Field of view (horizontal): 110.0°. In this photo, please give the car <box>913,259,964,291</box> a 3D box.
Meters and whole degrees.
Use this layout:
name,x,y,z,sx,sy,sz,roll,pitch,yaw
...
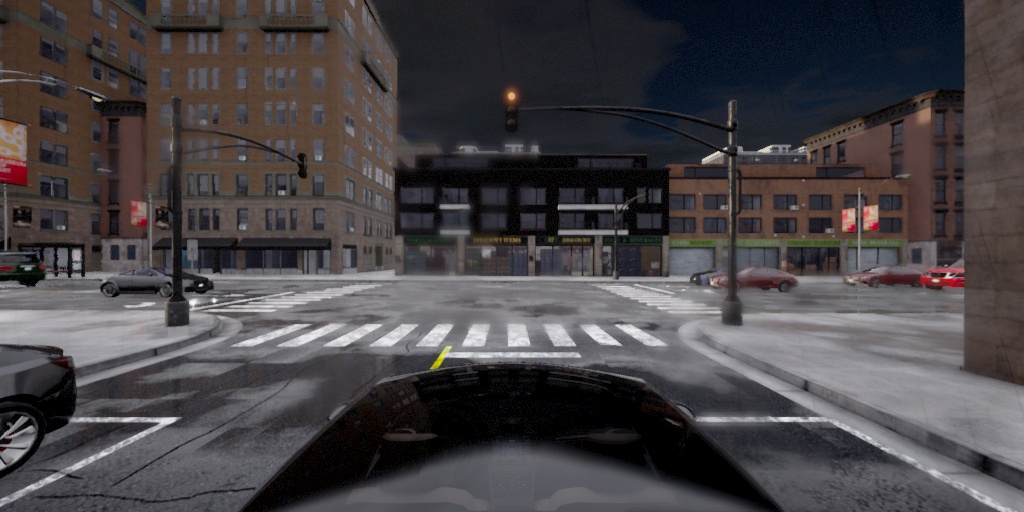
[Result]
name,x,y,z,sx,sy,sz,roll,pitch,yaw
car,27.701,1.117,21.099,5.566,2.045,2.150,0,0,-1

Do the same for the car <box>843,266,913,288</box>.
name,x,y,z,sx,sy,sz,roll,pitch,yaw
car,25.310,1.408,24.332,4.674,1.442,1.812,0,0,-1

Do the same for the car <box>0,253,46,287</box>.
name,x,y,z,sx,sy,sz,roll,pitch,yaw
car,-30.764,0.828,20.792,5.566,2.045,2.150,0,0,0

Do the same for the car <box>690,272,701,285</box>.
name,x,y,z,sx,sy,sz,roll,pitch,yaw
car,14.396,1.389,24.285,4.181,1.385,1.994,0,0,0

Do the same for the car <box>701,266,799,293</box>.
name,x,y,z,sx,sy,sz,roll,pitch,yaw
car,14.097,1.349,21.033,4.674,1.442,1.812,0,0,1

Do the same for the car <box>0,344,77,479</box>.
name,x,y,z,sx,sy,sz,roll,pitch,yaw
car,-5.387,1.316,1.928,1.948,1.339,4.313,0,0,0

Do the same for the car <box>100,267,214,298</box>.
name,x,y,z,sx,sy,sz,roll,pitch,yaw
car,-17.106,1.235,17.410,4.181,1.385,1.994,0,0,0
